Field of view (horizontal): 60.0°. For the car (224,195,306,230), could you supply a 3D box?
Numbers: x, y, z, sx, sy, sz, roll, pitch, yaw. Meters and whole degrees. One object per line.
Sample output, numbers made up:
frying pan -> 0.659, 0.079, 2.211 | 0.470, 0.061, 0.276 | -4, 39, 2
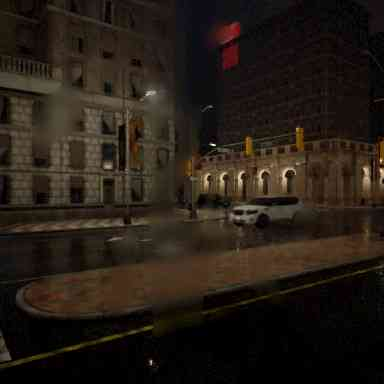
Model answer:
car -> 5.034, 1.221, 21.626 | 5.566, 2.045, 2.150 | 0, 0, -35

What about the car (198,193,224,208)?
car -> 3.047, 1.223, 47.607 | 2.150, 2.045, 5.566 | 0, 0, -35

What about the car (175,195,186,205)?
car -> -2.968, 1.352, 56.112 | 2.097, 1.767, 4.553 | 0, 0, -35
